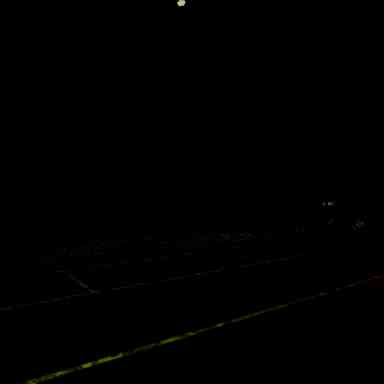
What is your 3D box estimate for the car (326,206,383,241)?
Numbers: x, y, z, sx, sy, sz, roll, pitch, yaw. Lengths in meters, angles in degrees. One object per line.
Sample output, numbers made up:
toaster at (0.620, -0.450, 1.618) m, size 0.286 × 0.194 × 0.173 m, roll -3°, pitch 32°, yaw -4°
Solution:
car at (8.456, 1.435, 16.440) m, size 4.097 × 1.590 × 1.967 m, roll 0°, pitch -1°, yaw -35°
